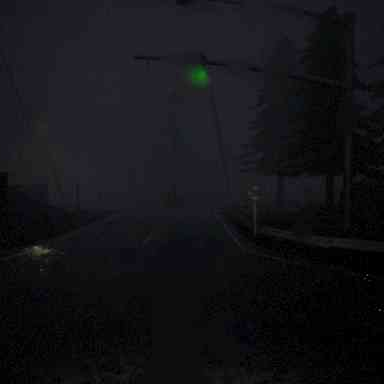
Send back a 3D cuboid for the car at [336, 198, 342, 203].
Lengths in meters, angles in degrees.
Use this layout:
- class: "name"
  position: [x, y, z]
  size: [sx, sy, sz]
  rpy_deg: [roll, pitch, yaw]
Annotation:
- class: "car"
  position: [17.888, 0.992, 36.001]
  size: [4.181, 1.385, 1.994]
  rpy_deg: [0, 1, 0]
